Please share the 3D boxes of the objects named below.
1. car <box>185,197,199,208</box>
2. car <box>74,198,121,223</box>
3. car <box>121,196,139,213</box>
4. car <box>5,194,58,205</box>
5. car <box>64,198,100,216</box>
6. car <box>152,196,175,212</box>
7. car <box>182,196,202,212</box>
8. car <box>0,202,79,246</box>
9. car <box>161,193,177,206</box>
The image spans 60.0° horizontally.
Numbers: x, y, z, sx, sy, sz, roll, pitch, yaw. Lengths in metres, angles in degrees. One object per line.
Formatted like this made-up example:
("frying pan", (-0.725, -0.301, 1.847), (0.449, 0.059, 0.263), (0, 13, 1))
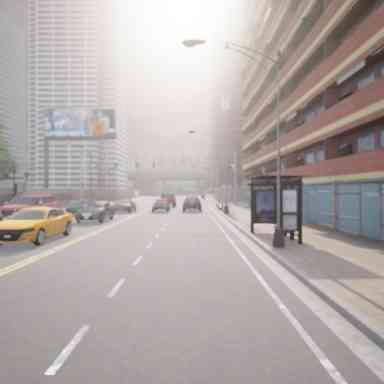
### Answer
("car", (0.021, 1.433, 47.059), (1.994, 1.385, 4.181), (0, 0, 0))
("car", (-7.078, 1.422, 24.747), (2.128, 1.511, 4.902), (0, 0, 0))
("car", (-7.016, 1.428, 34.972), (1.812, 1.442, 4.674), (0, 0, 1))
("car", (-10.587, 1.160, 21.773), (2.150, 2.045, 5.566), (0, 0, 0))
("car", (-10.535, 1.415, 32.191), (1.837, 1.490, 4.892), (0, 0, 0))
("car", (-3.393, 1.442, 37.539), (2.033, 1.411, 5.357), (0, 0, 0))
("car", (0.010, 1.246, 37.829), (2.097, 1.767, 4.553), (0, 0, 0))
("car", (-7.093, 1.434, 15.268), (1.882, 1.535, 5.008), (0, 0, 0))
("car", (-3.408, 1.089, 48.029), (2.150, 2.045, 5.566), (0, 0, 0))
